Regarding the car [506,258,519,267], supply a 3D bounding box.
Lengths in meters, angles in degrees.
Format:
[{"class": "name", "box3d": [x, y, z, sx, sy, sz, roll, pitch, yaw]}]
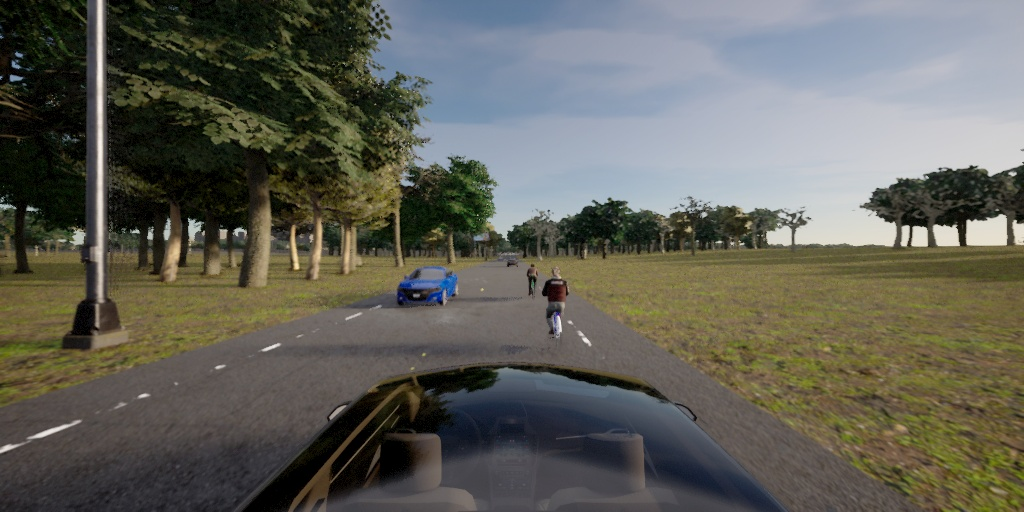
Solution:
[{"class": "car", "box3d": [0.087, 1.117, 62.328, 1.837, 1.490, 4.892, 0, 0, 0]}]

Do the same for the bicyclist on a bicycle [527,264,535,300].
[{"class": "bicyclist on a bicycle", "box3d": [0.959, 1.195, 16.688, 0.582, 1.620, 1.656, 0, 0, 0]}]

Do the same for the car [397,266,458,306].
[{"class": "car", "box3d": [-3.602, 1.221, 16.007, 1.882, 1.535, 5.008, 0, 0, 0]}]

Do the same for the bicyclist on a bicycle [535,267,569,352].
[{"class": "bicyclist on a bicycle", "box3d": [0.961, 1.121, 8.023, 0.659, 1.776, 1.843, 0, 0, 0]}]
